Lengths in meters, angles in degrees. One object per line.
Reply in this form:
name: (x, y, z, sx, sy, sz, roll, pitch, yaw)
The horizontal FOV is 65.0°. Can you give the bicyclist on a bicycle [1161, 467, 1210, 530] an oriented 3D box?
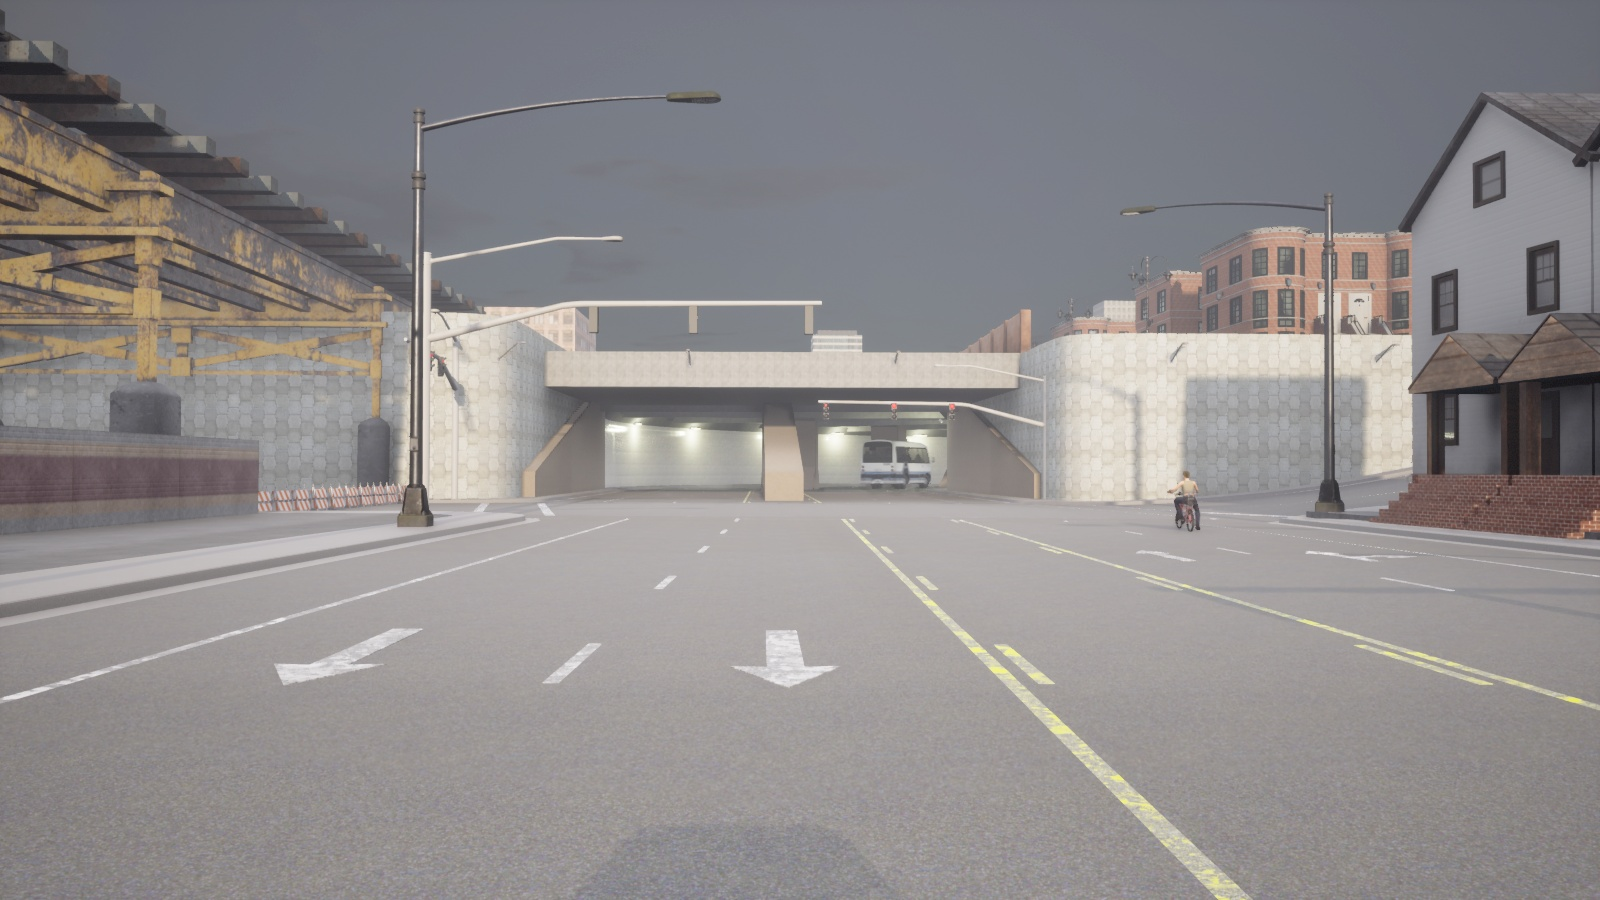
bicyclist on a bicycle: (10.309, 1.272, 33.630, 0.866, 1.612, 1.509, 0, 1, 0)
